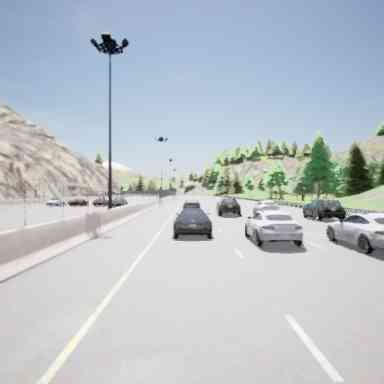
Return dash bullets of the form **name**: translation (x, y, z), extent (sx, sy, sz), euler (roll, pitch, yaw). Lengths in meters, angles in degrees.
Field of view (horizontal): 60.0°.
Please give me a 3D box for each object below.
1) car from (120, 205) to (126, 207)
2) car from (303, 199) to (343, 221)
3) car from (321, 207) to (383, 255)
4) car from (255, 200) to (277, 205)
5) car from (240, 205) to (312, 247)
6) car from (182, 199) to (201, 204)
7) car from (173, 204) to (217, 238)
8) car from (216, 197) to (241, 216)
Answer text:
- **car**: translation (-10.754, 1.558, 48.856), extent (2.033, 1.411, 5.357), euler (0, 0, 0)
- **car**: translation (10.507, 1.340, 26.875), extent (2.097, 1.767, 4.553), euler (0, 0, 0)
- **car**: translation (7.054, 1.518, 13.207), extent (1.812, 1.442, 4.674), euler (0, 0, 0)
- **car**: translation (6.991, 1.518, 31.323), extent (1.812, 1.442, 4.674), euler (0, 0, 0)
- **car**: translation (3.549, 1.522, 14.938), extent (1.812, 1.442, 4.674), euler (0, 0, 0)
- **car**: translation (-0.024, 1.491, 35.399), extent (2.128, 1.511, 4.902), euler (0, 0, 0)
- **car**: translation (0.039, 1.563, 17.750), extent (1.994, 1.385, 4.181), euler (0, 0, 0)
- **car**: translation (3.487, 1.348, 32.439), extent (2.097, 1.767, 4.553), euler (0, 0, 0)
